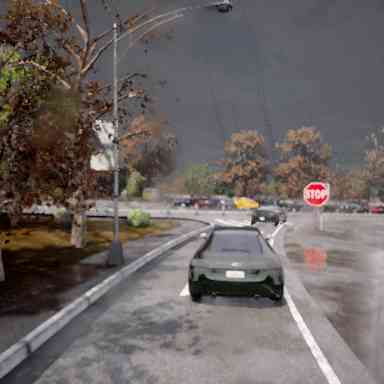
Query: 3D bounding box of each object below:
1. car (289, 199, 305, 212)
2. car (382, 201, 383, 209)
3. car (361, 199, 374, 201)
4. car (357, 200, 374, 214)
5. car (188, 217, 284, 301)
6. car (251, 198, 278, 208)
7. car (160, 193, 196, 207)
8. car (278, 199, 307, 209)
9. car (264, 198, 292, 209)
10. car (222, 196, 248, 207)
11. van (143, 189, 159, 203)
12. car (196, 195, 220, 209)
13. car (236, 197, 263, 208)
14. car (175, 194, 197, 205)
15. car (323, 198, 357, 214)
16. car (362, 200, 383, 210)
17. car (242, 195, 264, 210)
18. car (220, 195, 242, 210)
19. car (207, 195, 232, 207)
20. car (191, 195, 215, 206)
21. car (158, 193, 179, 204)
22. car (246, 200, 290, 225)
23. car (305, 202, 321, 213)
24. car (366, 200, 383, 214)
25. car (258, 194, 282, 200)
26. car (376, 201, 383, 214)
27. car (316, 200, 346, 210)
[{"bbox_3d":[11.396,1.727,42.126,2.231,1.521,4.892,3,0,-19],"label":"car"},{"bbox_3d":[41.093,2.658,66.675,1.946,1.575,5.366,1,0,-19],"label":"car"},{"bbox_3d":[27.145,2.282,47.723,2.185,1.767,4.553,2,0,-19],"label":"car"},{"bbox_3d":[21.906,2.246,45.812,2.163,1.488,4.792,2,0,-19],"label":"car"},{"bbox_3d":[1.106,1.548,8.367,1.994,1.385,4.181,0,0,8],"label":"car"},{"bbox_3d":[12.125,1.831,56.255,2.097,1.535,5.008,3,0,-19],"label":"car"},{"bbox_3d":[-1.712,0.931,37.472,2.163,1.488,4.792,4,-1,-19],"label":"car"},{"bbox_3d":[17.504,2.064,58.152,2.231,1.521,4.892,2,0,-19],"label":"car"},{"bbox_3d":[14.754,1.949,57.182,2.097,1.535,5.008,2,0,-19],"label":"car"},{"bbox_3d":[6.932,1.567,54.623,1.946,1.575,5.366,3,0,-19],"label":"car"},{"bbox_3d":[-6.089,0.523,49.691,1.878,1.987,4.442,4,0,-20],"label":"van"},{"bbox_3d":[0.888,1.105,38.453,2.163,1.488,4.792,4,-1,-19],"label":"car"},{"bbox_3d":[9.503,1.734,55.304,2.163,1.488,4.792,3,0,-19],"label":"car"},{"bbox_3d":[-1.012,1.128,51.625,2.002,1.452,4.674,4,-1,-19],"label":"car"},{"bbox_3d":[19.286,1.982,44.883,2.185,1.767,4.553,2,0,-19],"label":"car"},{"bbox_3d":[35.777,2.457,64.636,2.185,1.767,4.553,1,0,-19],"label":"car"},{"bbox_3d":[6.139,1.418,40.271,2.097,1.535,5.008,3,0,-19],"label":"car"},{"bbox_3d":[3.519,1.125,39.382,2.185,1.767,4.553,4,-1,-19],"label":"car"},{"bbox_3d":[4.299,1.417,53.694,1.946,1.575,5.366,3,0,-19],"label":"car"},{"bbox_3d":[1.721,1.293,52.617,2.163,1.488,4.792,4,-1,-19],"label":"car"},{"bbox_3d":[-3.633,0.953,50.699,2.002,1.452,4.674,4,-1,-19],"label":"car"},{"bbox_3d":[5.602,1.589,23.988,1.812,1.442,4.674,0,0,25],"label":"car"},{"bbox_3d":[14.020,1.895,43.028,2.163,1.488,4.792,3,0,-19],"label":"car"},{"bbox_3d":[24.513,2.345,46.794,2.163,1.488,4.792,2,0,-19],"label":"car"},{"bbox_3d":[8.772,1.326,41.233,2.435,2.045,5.566,3,0,-19],"label":"car"},{"bbox_3d":[29.766,2.364,48.647,2.185,1.767,4.553,2,0,-19],"label":"car"},{"bbox_3d":[25.325,2.333,60.722,1.946,1.575,5.366,2,0,-19],"label":"car"}]
